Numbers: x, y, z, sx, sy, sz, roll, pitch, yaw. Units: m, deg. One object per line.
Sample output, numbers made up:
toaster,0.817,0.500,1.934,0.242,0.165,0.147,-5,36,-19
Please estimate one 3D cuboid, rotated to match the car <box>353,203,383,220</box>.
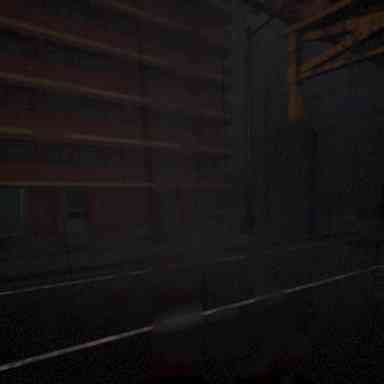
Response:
car,15.610,1.550,26.083,2.033,1.411,5.357,0,0,-37
